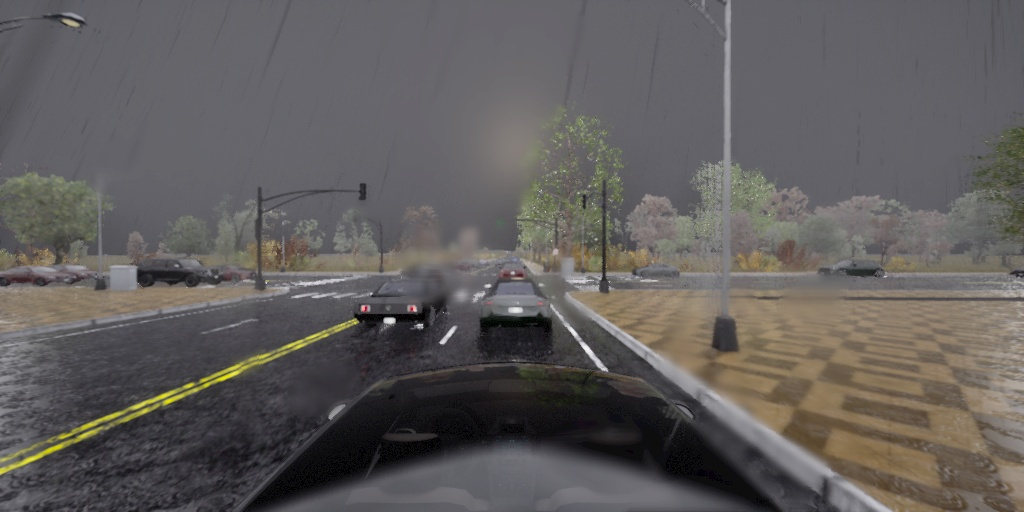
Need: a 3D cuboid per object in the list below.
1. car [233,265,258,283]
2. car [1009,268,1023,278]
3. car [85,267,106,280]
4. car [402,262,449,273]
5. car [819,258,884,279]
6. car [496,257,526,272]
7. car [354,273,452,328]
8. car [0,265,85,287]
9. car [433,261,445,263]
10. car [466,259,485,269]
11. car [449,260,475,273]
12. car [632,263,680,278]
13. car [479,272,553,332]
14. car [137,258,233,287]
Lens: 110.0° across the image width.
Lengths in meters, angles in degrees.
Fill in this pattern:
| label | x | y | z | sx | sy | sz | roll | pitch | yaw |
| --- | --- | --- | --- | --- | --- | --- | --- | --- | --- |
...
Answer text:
| label | x | y | z | sx | sy | sz | roll | pitch | yaw |
| --- | --- | --- | --- | --- | --- | --- | --- | --- | --- |
| car | -22.798 | 1.460 | 29.154 | 4.181 | 1.385 | 1.994 | 0 | 1 | 3 |
| car | 48.097 | 1.284 | 31.882 | 5.357 | 1.411 | 2.033 | 0 | 1 | 3 |
| car | -36.664 | 1.437 | 29.779 | 4.674 | 1.442 | 1.812 | 0 | 1 | 3 |
| car | -6.855 | 1.400 | 27.139 | 1.837 | 1.490 | 4.892 | 1 | 0 | -36 |
| car | 30.931 | 1.105 | 32.795 | 4.553 | 1.767 | 2.097 | 0 | 1 | 3 |
| car | 0.050 | 1.217 | 27.994 | 2.097 | 1.767 | 4.553 | 0 | 1 | 0 |
| car | -3.144 | 1.387 | 11.453 | 1.895 | 1.301 | 4.718 | 0 | 0 | 0 |
| car | -35.030 | 1.473 | 26.449 | 4.674 | 1.442 | 1.812 | 0 | 1 | 3 |
| car | -9.728 | 1.407 | 47.183 | 1.837 | 1.490 | 4.892 | 0 | 1 | 2 |
| car | -6.216 | 1.449 | 60.433 | 1.837 | 1.490 | 4.892 | 0 | 0 | 2 |
| car | -6.480 | 1.507 | 47.060 | 1.895 | 1.301 | 4.718 | 0 | 0 | 1 |
| car | 13.458 | 1.339 | 33.636 | 4.181 | 1.385 | 1.994 | 0 | 1 | 3 |
| car | 0.106 | 1.348 | 11.071 | 1.994 | 1.385 | 4.181 | 0 | 0 | 0 |
| car | -23.971 | 1.157 | 25.948 | 5.566 | 2.045 | 2.150 | 0 | 1 | 3 |
